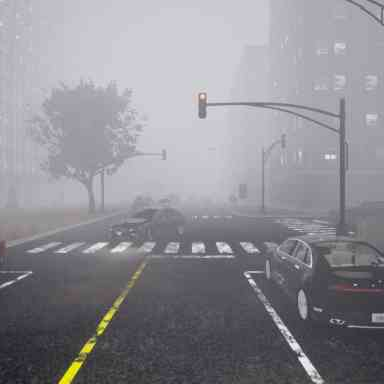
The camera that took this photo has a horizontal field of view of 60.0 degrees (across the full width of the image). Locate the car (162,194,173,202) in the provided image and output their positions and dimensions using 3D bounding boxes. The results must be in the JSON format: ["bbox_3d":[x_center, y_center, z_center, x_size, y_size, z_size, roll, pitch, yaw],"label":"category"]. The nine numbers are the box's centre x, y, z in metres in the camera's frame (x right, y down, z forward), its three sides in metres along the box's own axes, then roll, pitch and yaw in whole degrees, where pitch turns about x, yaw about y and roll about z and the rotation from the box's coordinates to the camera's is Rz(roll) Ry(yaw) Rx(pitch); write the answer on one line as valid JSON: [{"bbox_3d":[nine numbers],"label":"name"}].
[{"bbox_3d":[-5.708,1.386,77.948,2.192,1.841,5.009,0,0,0],"label":"car"}]

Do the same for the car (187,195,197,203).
[{"bbox_3d":[-0.015,1.656,69.056,1.895,1.301,4.718,0,0,0],"label":"car"}]

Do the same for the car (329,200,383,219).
[{"bbox_3d":[13.421,1.350,26.310,4.403,1.369,2.008,-1,1,-1],"label":"car"}]

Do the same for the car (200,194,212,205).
[{"bbox_3d":[2.677,1.610,61.381,1.947,1.339,4.313,0,0,0],"label":"car"}]

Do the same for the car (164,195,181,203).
[{"bbox_3d":[-3.104,1.521,48.140,2.128,1.511,4.902,0,0,0],"label":"car"}]

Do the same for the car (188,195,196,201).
[{"bbox_3d":[-0.015,1.447,79.033,1.812,1.442,4.674,0,0,0],"label":"car"}]

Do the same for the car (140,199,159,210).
[{"bbox_3d":[-5.701,1.592,44.811,1.947,1.339,4.313,0,0,0],"label":"car"}]

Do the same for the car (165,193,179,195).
[{"bbox_3d":[-3.097,1.263,58.718,2.150,2.045,5.566,0,0,-1],"label":"car"}]

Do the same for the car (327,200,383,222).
[{"bbox_3d":[12.646,1.358,23.775,5.357,1.411,2.033,-1,0,1],"label":"car"}]

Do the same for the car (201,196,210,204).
[{"bbox_3d":[2.676,1.578,67.074,1.752,1.417,4.829,0,0,0],"label":"car"}]

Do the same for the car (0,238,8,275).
[{"bbox_3d":[-5.692,1.545,6.900,1.887,1.381,4.507,0,0,0],"label":"car"}]

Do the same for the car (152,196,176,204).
[{"bbox_3d":[-3.106,1.525,37.933,1.837,1.490,4.892,0,0,0],"label":"car"}]

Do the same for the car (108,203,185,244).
[{"bbox_3d":[-2.021,1.509,16.221,1.837,1.490,4.892,-2,-1,26],"label":"car"}]

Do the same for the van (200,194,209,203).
[{"bbox_3d":[2.674,1.402,72.428,1.690,1.788,3.998,0,0,0],"label":"van"}]

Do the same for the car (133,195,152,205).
[{"bbox_3d":[-5.700,1.336,39.288,2.192,1.841,5.009,0,0,0],"label":"car"}]

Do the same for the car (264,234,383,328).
[{"bbox_3d":[2.688,1.551,6.902,2.008,1.369,4.403,0,0,0],"label":"car"}]
